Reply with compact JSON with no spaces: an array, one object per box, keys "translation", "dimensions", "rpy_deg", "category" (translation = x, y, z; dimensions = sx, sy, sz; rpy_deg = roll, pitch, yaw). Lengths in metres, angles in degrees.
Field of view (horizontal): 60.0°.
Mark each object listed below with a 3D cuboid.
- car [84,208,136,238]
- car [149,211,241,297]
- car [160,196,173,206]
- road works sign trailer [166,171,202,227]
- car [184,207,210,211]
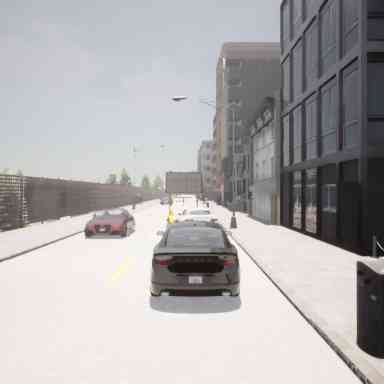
[{"translation":[-4.173,1.564,17.497],"dimensions":[1.994,1.385,4.181],"rpy_deg":[0,0,0],"category":"car"},{"translation":[0.063,1.478,8.638],"dimensions":[1.882,1.535,5.008],"rpy_deg":[0,0,0],"category":"car"},{"translation":[-4.226,1.491,55.274],"dimensions":[2.128,1.511,4.902],"rpy_deg":[0,0,0],"category":"car"},{"translation":[-0.571,0.464,21.501],"dimensions":[2.380,3.560,2.880],"rpy_deg":[0,0,-16],"category":"road works sign trailer"},{"translation":[0.256,1.542,17.987],"dimensions":[1.812,1.442,4.674],"rpy_deg":[0,-1,-6],"category":"car"}]
